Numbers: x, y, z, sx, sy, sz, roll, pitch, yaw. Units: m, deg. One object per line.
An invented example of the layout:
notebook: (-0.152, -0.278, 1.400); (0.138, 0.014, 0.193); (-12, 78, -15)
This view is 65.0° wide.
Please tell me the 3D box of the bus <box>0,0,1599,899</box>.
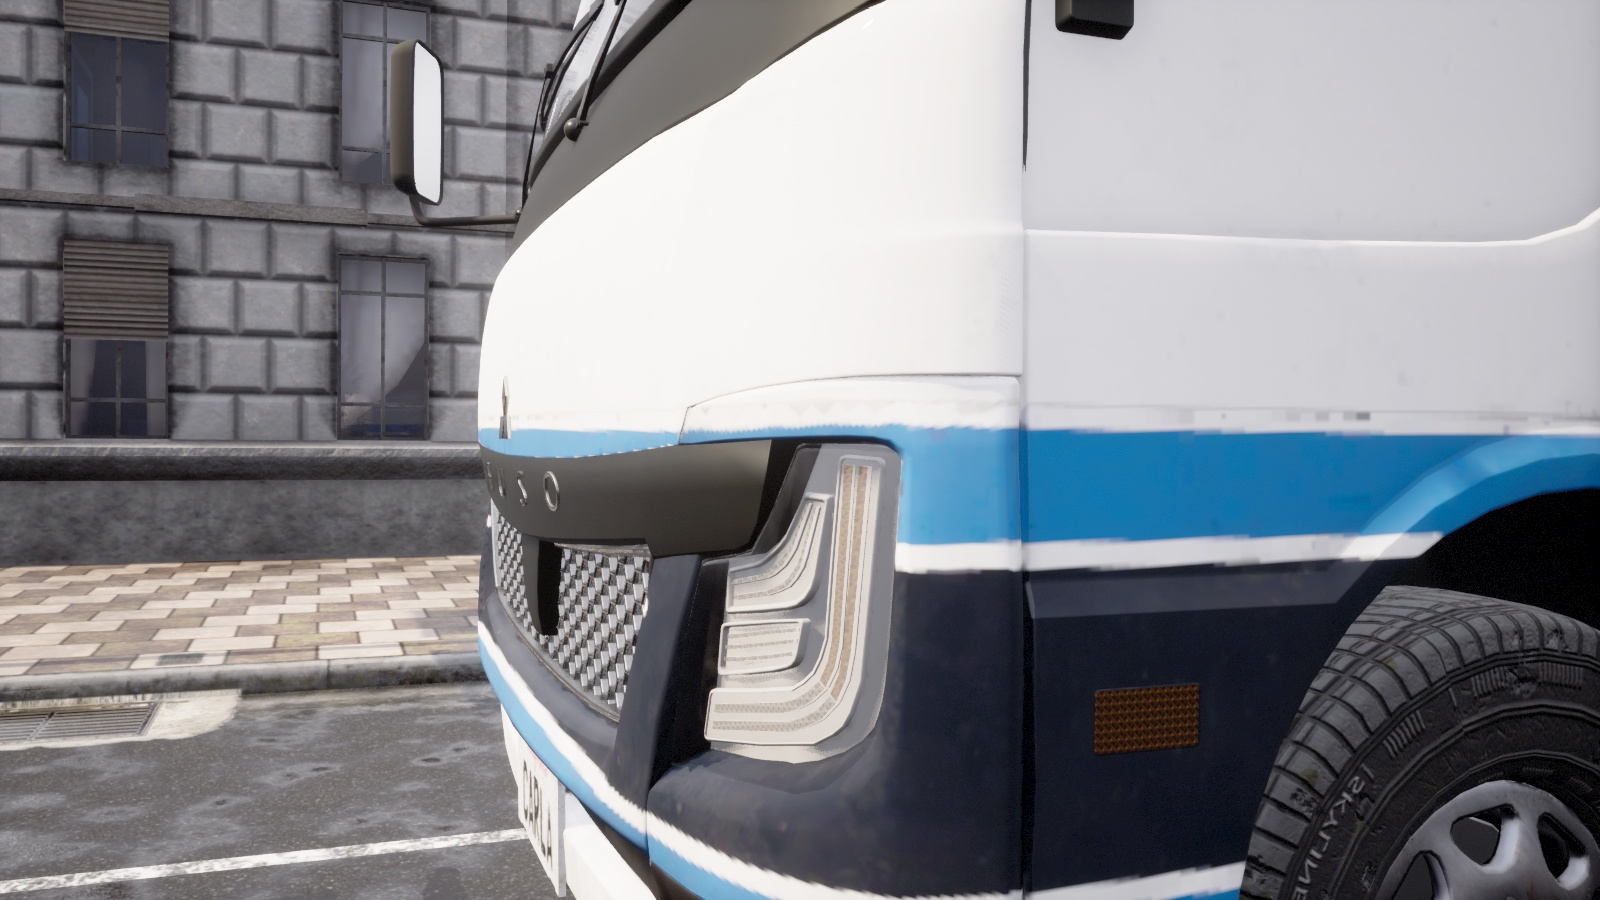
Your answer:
bus: (3.496, -0.691, 4.578); (10.273, 4.253, 3.944); (-1, 1, -21)
